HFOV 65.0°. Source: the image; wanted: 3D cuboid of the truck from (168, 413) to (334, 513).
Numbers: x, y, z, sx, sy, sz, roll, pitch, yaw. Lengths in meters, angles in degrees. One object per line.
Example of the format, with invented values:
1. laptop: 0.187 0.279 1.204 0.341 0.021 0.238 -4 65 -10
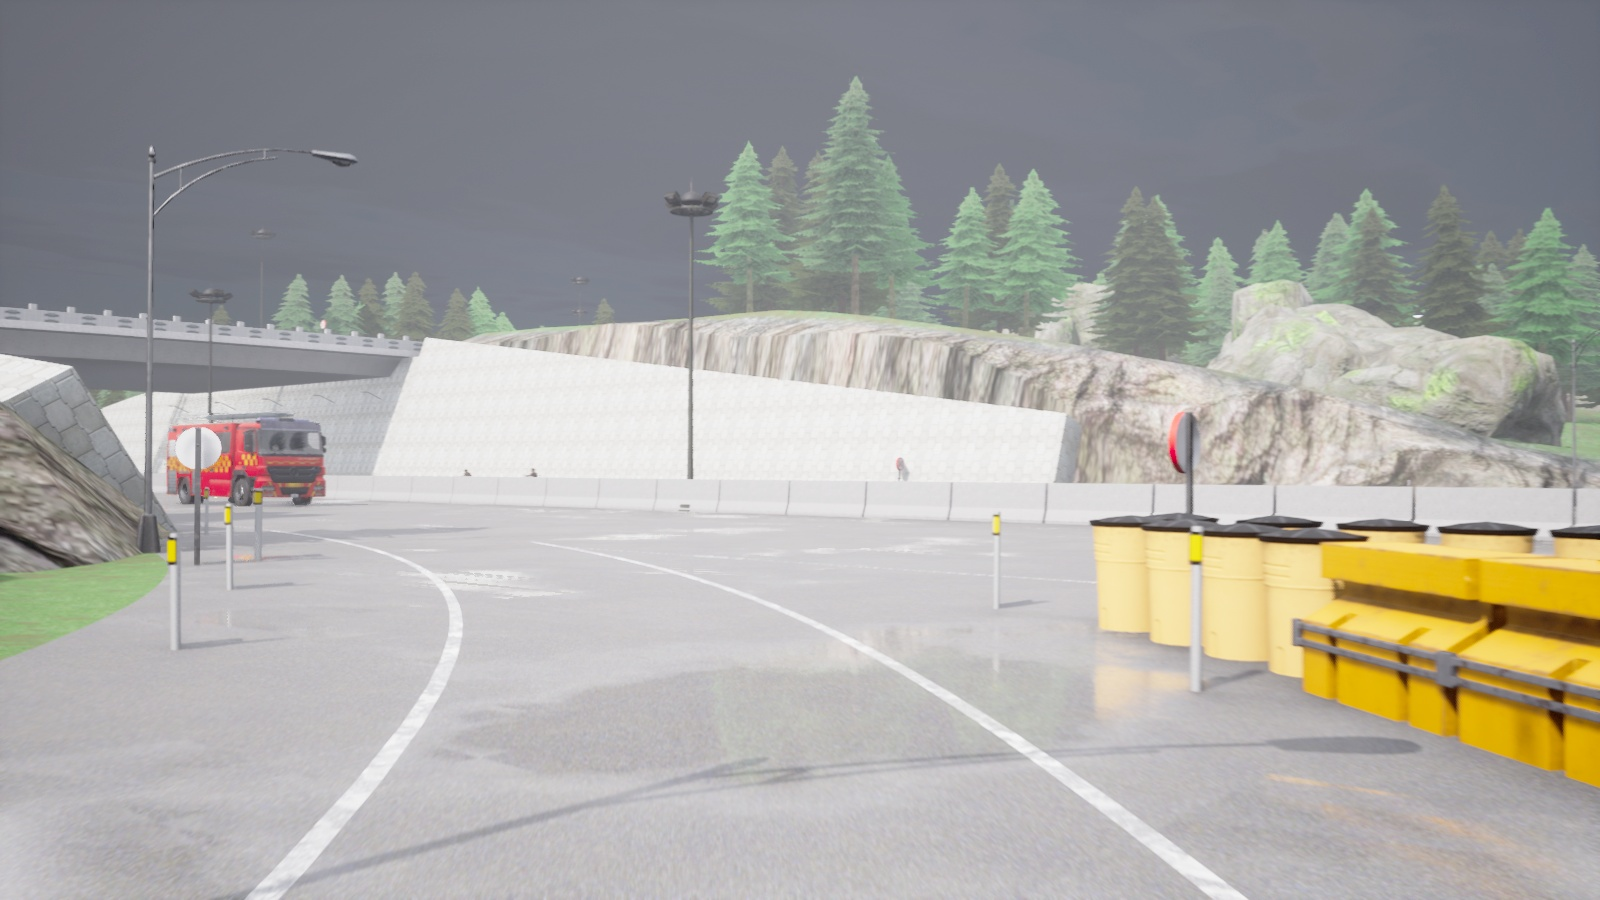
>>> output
1. truck: -22.863 0.567 52.073 8.468 3.827 2.891 -1 -1 40
